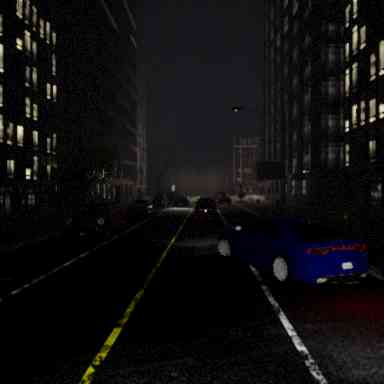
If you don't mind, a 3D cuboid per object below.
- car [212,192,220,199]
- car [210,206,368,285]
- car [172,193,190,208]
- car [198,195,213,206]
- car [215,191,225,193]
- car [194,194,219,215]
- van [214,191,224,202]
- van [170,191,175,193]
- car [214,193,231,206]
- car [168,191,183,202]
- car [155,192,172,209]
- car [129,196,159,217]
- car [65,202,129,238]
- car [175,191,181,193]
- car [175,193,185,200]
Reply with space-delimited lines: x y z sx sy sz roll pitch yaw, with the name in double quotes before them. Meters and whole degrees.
"car" 5.568 0.796 77.421 1.752 1.417 4.829 0 1 2
"car" 2.449 1.384 9.406 1.882 1.535 5.008 0 1 -20
"car" -1.281 1.182 40.511 1.994 1.385 4.181 0 1 2
"car" 1.884 1.162 46.341 1.895 1.301 4.718 0 1 2
"car" 4.694 0.793 55.032 2.192 1.841 5.009 0 1 2
"car" 1.225 1.224 29.665 1.837 1.490 4.892 0 1 2
"van" 4.911 0.767 60.587 1.690 1.788 3.998 0 1 2
"van" -3.614 0.926 44.231 1.690 1.788 3.998 0 1 2
"car" 4.261 1.132 43.926 2.008 1.369 4.403 0 1 2
"car" -2.964 0.745 60.893 2.192 1.841 5.009 0 1 2
"car" -3.830 1.077 38.677 1.967 1.590 4.097 0 1 2
"car" -4.263 1.292 27.570 2.008 1.369 4.403 0 1 2
"car" -4.697 1.286 16.461 1.967 1.590 4.097 0 1 2
"car" -3.181 0.797 55.339 2.192 1.841 5.009 0 1 2
"car" -2.530 0.909 72.004 1.802 1.307 4.206 0 1 2
